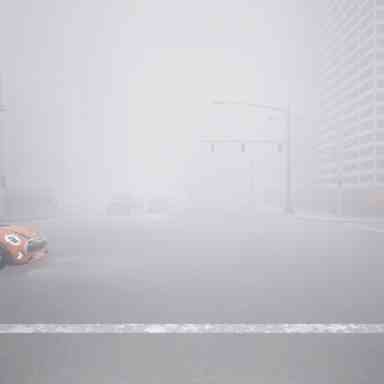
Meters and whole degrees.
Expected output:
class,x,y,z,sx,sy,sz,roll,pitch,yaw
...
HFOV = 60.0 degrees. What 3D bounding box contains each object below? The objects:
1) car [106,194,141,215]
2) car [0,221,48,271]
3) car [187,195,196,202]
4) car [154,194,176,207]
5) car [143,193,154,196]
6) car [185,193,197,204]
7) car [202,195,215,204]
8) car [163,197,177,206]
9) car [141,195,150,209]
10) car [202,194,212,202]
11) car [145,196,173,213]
class,x,y,z,sx,sy,sz,roll,pitch,yaw
car,-7.156,1.221,34.551,2.150,2.045,5.566,0,0,2
car,-6.925,1.352,10.193,4.553,1.767,2.097,0,0,0
car,-0.158,1.381,74.441,1.994,1.385,4.181,0,0,0
car,-3.695,1.352,46.690,2.097,1.767,4.553,0,0,0
car,-7.206,1.221,55.326,2.150,2.045,5.566,0,0,0
car,-0.135,1.221,63.770,2.150,2.045,5.566,0,0,0
car,3.459,1.525,64.690,1.812,1.442,4.674,0,0,0
car,-3.707,1.564,56.503,1.994,1.385,4.181,0,0,0
car,-7.195,1.547,44.802,2.033,1.411,5.357,0,0,0
car,3.345,1.355,74.593,2.097,1.767,4.553,0,0,0
car,-3.680,1.491,37.473,2.128,1.511,4.902,0,0,0
